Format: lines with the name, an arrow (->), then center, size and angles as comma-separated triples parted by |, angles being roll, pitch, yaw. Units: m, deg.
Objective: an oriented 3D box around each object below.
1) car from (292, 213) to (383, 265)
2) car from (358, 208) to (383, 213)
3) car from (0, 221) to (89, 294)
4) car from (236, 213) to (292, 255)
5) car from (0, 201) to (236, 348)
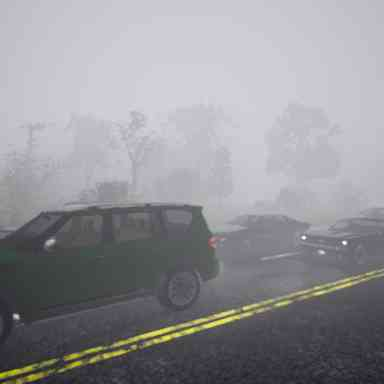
car -> 5.948, 1.626, 11.914 | 4.718, 1.301, 1.895 | 0, 0, -36
car -> 10.865, 1.616, 19.396 | 4.181, 1.385, 1.994 | 0, 0, -35
car -> -4.931, 1.566, 8.149 | 4.181, 1.385, 1.994 | 0, 0, -36
car -> 2.744, 1.568, 13.621 | 5.357, 1.411, 2.033 | 0, 0, -35
car -> -2.021, 1.225, 6.234 | 5.566, 2.045, 2.150 | 0, 0, -35
